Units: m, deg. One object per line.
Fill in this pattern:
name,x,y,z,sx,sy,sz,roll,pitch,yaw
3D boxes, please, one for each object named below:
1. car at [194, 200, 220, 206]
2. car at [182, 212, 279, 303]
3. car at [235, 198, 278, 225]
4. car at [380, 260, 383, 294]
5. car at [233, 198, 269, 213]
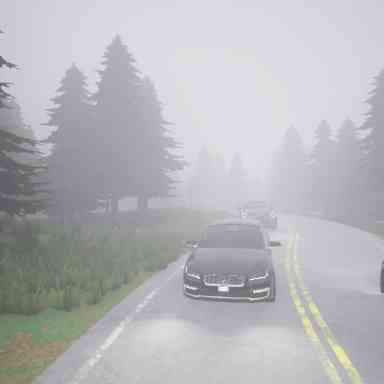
car,1.911,1.799,44.858,1.812,1.442,4.674,3,-5,-35
car,1.089,1.496,8.410,1.837,1.490,4.892,-1,0,12
car,3.872,1.270,20.363,2.097,1.767,4.553,-1,0,5
car,4.493,1.308,4.641,2.097,1.767,4.553,-1,0,8
car,6.196,1.410,35.733,1.837,1.490,4.892,2,-1,-16
